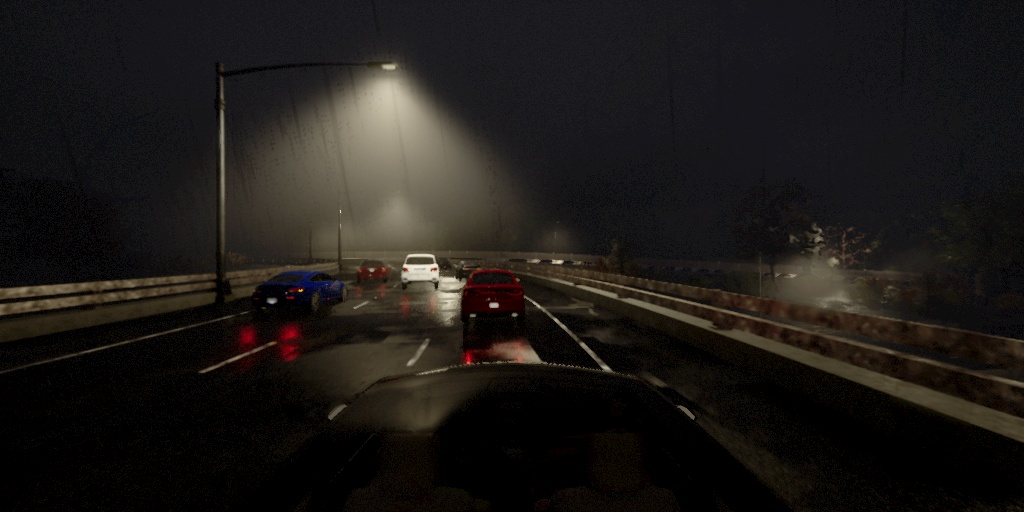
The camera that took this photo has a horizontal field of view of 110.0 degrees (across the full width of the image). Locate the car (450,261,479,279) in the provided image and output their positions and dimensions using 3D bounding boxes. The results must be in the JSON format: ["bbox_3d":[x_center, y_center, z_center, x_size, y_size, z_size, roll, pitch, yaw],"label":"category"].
[{"bbox_3d":[-3.474,1.157,28.648,2.128,1.511,4.902,0,0,-14],"label":"car"}]

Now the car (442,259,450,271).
[{"bbox_3d":[-8.921,1.108,44.951,1.882,1.535,5.008,0,1,-22],"label":"car"}]

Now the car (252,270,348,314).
[{"bbox_3d":[-7.927,1.265,13.789,1.812,1.442,4.674,0,0,-6],"label":"car"}]

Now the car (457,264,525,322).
[{"bbox_3d":[-0.719,1.192,12.288,1.882,1.535,5.008,0,0,-5],"label":"car"}]

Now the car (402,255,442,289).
[{"bbox_3d":[-5.743,0.920,22.953,2.150,2.045,5.566,0,0,-11],"label":"car"}]

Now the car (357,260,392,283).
[{"bbox_3d":[-10.427,1.051,27.453,2.097,1.767,4.553,0,0,-14],"label":"car"}]
